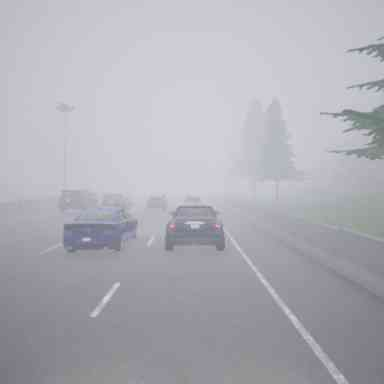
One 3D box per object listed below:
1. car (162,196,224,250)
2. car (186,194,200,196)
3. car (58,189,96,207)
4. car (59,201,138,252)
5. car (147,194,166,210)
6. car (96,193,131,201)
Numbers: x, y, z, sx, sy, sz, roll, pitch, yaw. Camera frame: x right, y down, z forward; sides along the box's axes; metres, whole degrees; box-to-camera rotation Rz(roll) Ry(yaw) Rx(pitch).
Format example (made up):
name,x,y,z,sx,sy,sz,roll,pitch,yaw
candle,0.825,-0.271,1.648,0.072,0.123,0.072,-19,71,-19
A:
name,x,y,z,sx,sy,sz,roll,pitch,yaw
car,0.106,1.200,13.685,2.097,1.767,4.553,0,1,0
car,0.112,0.968,33.765,2.128,1.511,4.902,0,1,0
car,-10.389,0.766,30.727,2.150,2.045,5.566,0,1,0
car,-3.395,1.333,13.177,1.882,1.535,5.008,0,1,0
car,-3.388,0.970,33.654,2.128,1.511,4.902,0,1,0
car,-6.889,0.899,30.500,2.097,1.767,4.553,0,1,0
